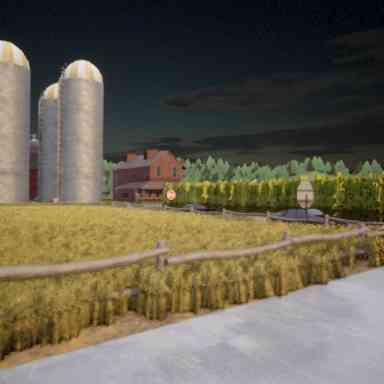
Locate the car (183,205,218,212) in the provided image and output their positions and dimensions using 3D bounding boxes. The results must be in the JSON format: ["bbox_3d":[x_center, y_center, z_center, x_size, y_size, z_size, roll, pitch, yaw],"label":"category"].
[{"bbox_3d":[0.504,1.890,32.184,1.895,1.301,4.718,1,0,-36],"label":"car"}]

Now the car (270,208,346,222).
[{"bbox_3d":[7.573,1.771,22.347,2.033,1.411,5.357,1,-1,-36],"label":"car"}]
